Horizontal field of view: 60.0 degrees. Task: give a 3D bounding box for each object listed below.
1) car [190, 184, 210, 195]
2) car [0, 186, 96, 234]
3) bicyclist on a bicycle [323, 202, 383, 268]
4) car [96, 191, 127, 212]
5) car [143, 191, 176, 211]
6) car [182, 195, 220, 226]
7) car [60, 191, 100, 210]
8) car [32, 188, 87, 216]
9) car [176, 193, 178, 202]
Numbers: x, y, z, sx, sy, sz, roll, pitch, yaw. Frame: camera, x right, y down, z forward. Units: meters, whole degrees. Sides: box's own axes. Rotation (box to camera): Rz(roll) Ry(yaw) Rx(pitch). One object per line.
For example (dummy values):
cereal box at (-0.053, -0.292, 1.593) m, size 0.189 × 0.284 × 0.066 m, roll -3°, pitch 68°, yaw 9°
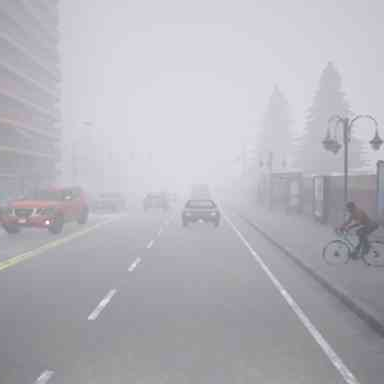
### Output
car at (0.973, 0.078, 39.243) m, size 2.150 × 2.045 × 5.566 m, roll 0°, pitch 1°, yaw 1°
car at (-6.758, 0.735, 16.115) m, size 2.150 × 2.045 × 5.566 m, roll 0°, pitch 2°, yaw 1°
bicyclist on a bicycle at (4.048, 1.067, 8.174) m, size 1.656 × 1.620 × 0.582 m, roll 0°, pitch 2°, yaw 1°
car at (-6.505, 0.720, 26.421) m, size 1.837 × 1.490 × 4.892 m, roll 0°, pitch 2°, yaw 2°
car at (-2.805, 0.691, 27.238) m, size 2.128 × 1.511 × 4.902 m, roll 0°, pitch 2°, yaw 1°
car at (0.486, 1.059, 18.541) m, size 1.895 × 1.301 × 4.718 m, roll 0°, pitch 2°, yaw 1°
car at (-9.914, 0.701, 29.799) m, size 1.994 × 1.385 × 4.181 m, roll 0°, pitch 3°, yaw 2°
car at (-9.946, 0.661, 25.465) m, size 2.128 × 1.511 × 4.902 m, roll 0°, pitch 6°, yaw 1°
car at (-2.598, 0.507, 37.362) m, size 1.895 × 1.301 × 4.718 m, roll 0°, pitch 2°, yaw 2°
